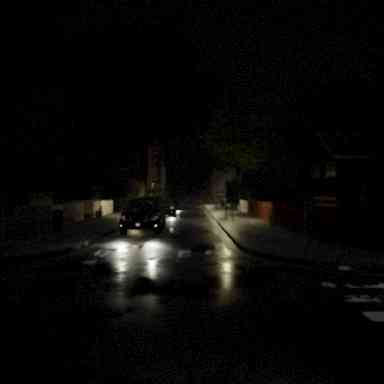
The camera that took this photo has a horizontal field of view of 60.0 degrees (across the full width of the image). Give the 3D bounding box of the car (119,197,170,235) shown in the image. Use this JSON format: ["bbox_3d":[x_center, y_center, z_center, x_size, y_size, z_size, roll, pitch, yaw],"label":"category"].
[{"bbox_3d":[-2.781,1.320,19.879,2.150,2.045,5.566,0,0,0],"label":"car"}]

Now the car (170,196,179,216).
[{"bbox_3d":[-2.725,1.525,34.156,2.097,1.767,4.553,0,0,0],"label":"car"}]

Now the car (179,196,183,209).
[{"bbox_3d":[-2.662,1.744,46.522,1.837,1.490,4.892,0,0,1],"label":"car"}]
